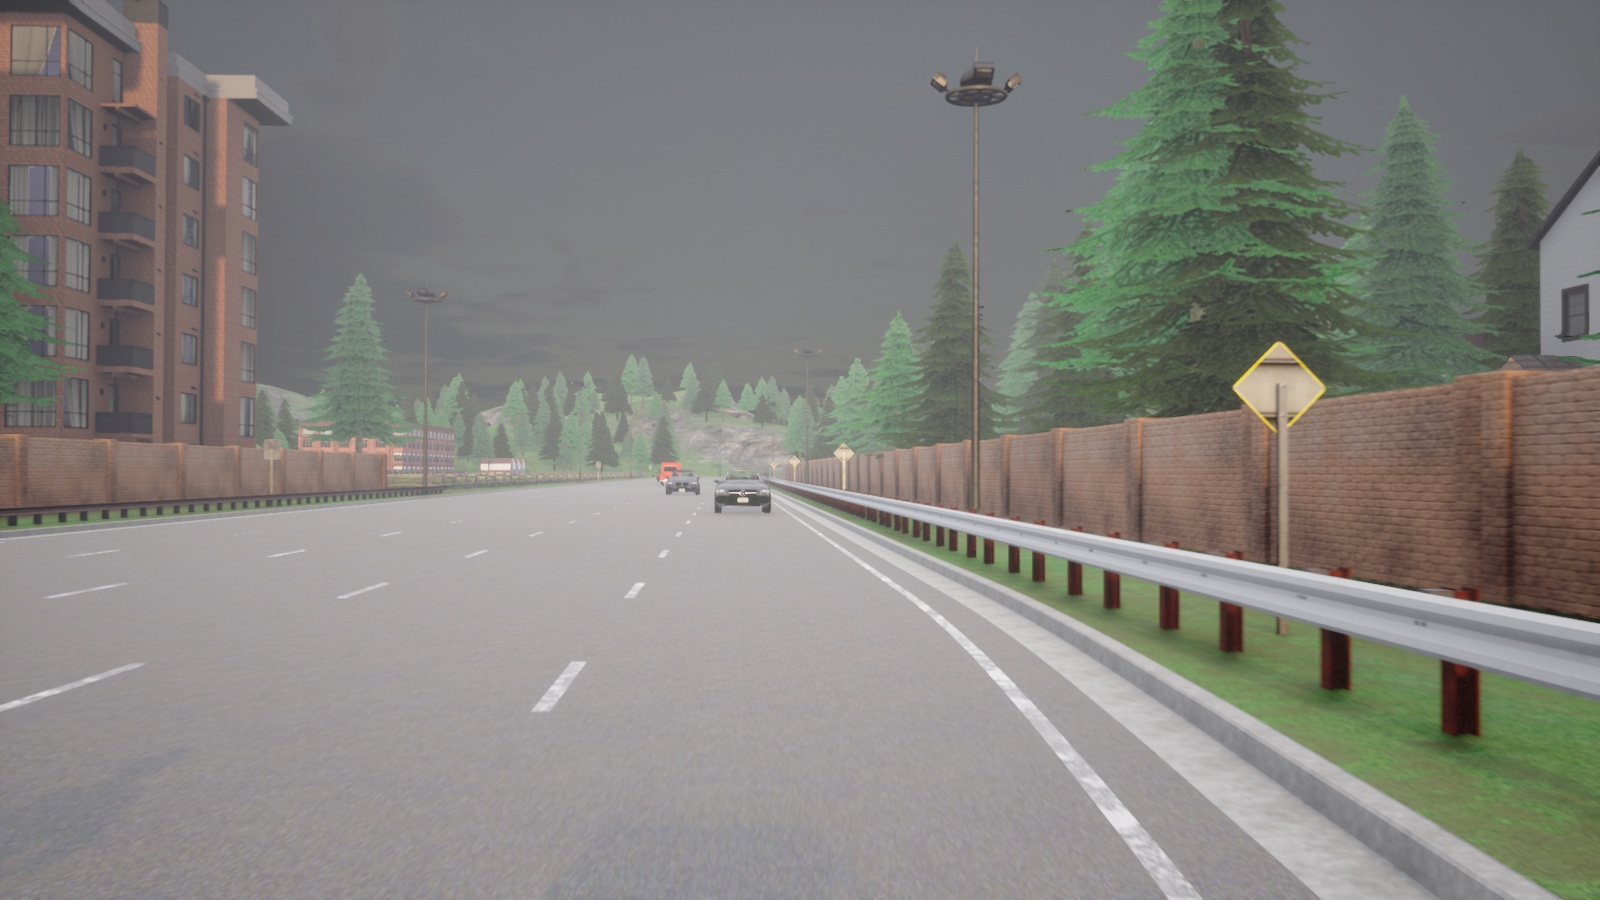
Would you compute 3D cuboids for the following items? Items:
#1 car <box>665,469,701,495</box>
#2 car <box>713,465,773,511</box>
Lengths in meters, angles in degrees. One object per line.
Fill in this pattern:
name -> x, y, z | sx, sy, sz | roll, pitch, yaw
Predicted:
car -> -7.705, 2.115, 82.937 | 2.242, 1.667, 4.611 | 0, -1, -3
car -> -2.191, 1.425, 47.884 | 2.152, 1.651, 5.027 | 0, -1, -3
